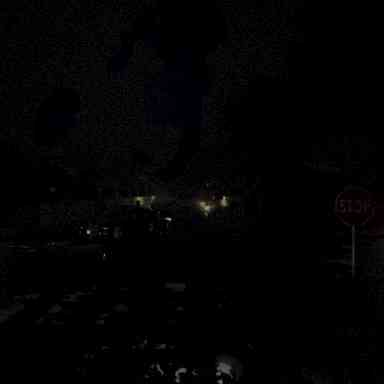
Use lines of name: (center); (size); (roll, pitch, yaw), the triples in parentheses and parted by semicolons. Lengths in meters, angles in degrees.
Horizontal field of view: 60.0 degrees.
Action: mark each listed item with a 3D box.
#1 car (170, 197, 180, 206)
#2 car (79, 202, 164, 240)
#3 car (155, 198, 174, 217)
car: (-3.160, 1.580, 56.962); (1.882, 1.535, 5.008); (0, 0, 0)
car: (-3.600, 1.503, 17.092); (1.837, 1.490, 4.892); (0, 1, 25)
car: (-2.975, 1.542, 31.606); (1.812, 1.442, 4.674); (0, 0, 0)
